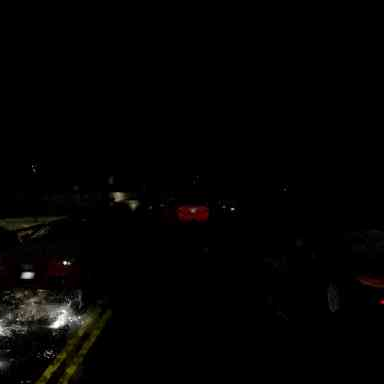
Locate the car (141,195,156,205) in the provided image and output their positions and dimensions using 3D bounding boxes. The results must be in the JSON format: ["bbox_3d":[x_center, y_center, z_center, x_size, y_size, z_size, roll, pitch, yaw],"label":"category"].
[{"bbox_3d":[-6.652,1.166,51.213,2.033,1.411,5.357,0,0,0],"label":"car"}]

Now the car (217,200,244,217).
[{"bbox_3d":[3.309,1.349,29.129,1.994,1.385,4.181,0,0,0],"label":"car"}]

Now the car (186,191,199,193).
[{"bbox_3d":[0.046,0.919,41.033,2.150,2.045,5.566,0,1,0],"label":"car"}]

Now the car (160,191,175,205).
[{"bbox_3d":[-3.404,0.857,48.918,2.150,2.045,5.566,0,0,0],"label":"car"}]

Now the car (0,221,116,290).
[{"bbox_3d":[-3.363,1.500,8.802,1.994,1.385,4.181,0,0,0],"label":"car"}]

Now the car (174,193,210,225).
[{"bbox_3d":[0.069,1.185,22.913,2.097,1.767,4.553,0,1,0],"label":"car"}]

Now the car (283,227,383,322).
[{"bbox_3d":[3.341,1.474,7.020,1.812,1.442,4.674,0,0,0],"label":"car"}]
